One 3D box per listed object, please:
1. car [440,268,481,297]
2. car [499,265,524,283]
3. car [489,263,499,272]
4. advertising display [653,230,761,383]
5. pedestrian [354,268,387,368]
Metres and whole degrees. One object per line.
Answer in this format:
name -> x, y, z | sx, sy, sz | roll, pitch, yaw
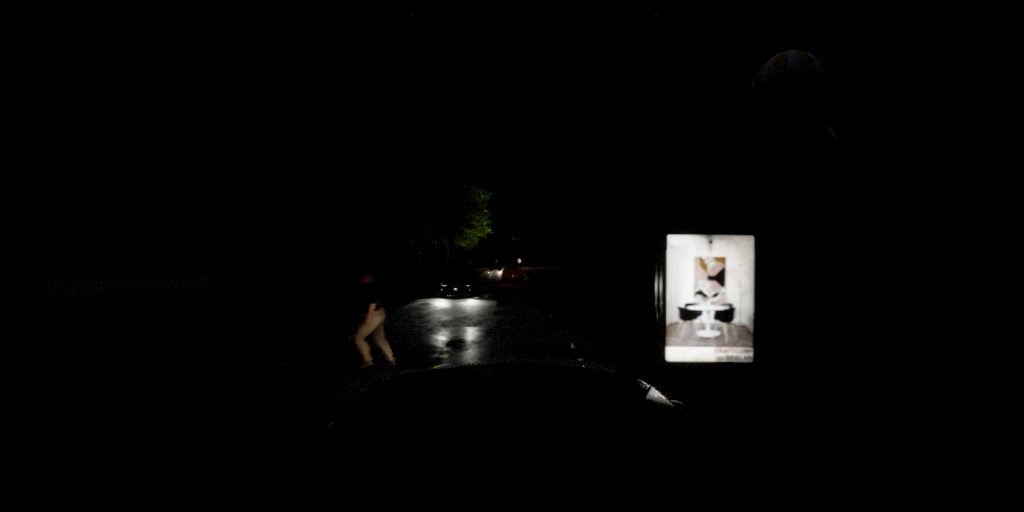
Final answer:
car -> -2.861, 1.455, 20.560 | 1.837, 1.490, 4.892 | 0, -1, 0
car -> 0.071, 1.567, 32.518 | 1.882, 1.535, 5.008 | 0, -1, 0
car -> -2.862, 1.976, 61.054 | 1.812, 1.442, 4.674 | 0, -1, 0
advertising display -> 3.123, 0.814, 5.790 | 1.540, 2.440, 0.280 | 0, 0, 0
pedestrian -> -2.546, 1.092, 6.429 | 0.375, 1.860, 0.375 | -1, 0, 0
